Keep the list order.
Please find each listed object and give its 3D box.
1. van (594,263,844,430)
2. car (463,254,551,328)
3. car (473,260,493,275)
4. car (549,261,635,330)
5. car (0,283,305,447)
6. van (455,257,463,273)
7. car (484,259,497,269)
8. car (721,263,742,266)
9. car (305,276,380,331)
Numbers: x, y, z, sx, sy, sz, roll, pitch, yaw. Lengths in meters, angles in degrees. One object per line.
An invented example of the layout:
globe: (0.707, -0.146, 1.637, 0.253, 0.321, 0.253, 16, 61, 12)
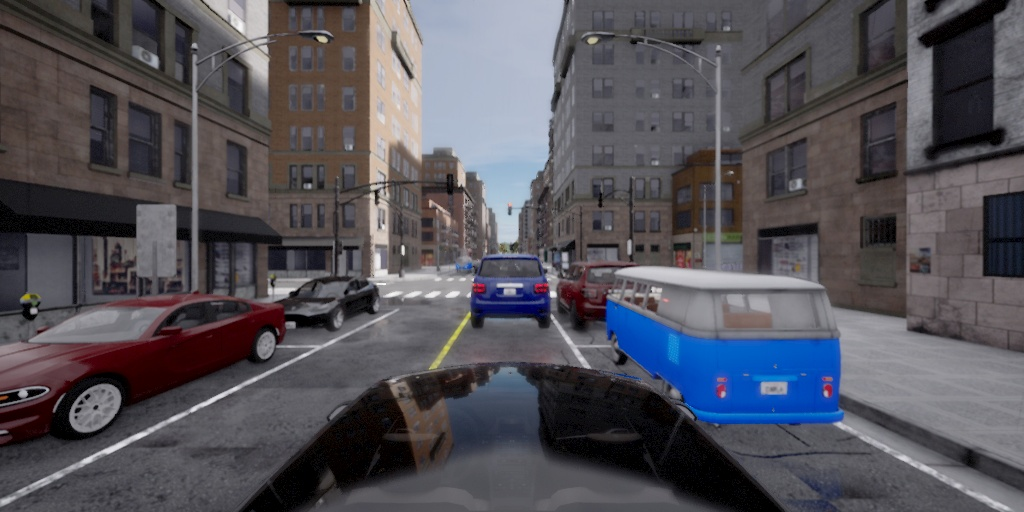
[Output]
van: (2.618, 1.087, 5.448, 1.690, 1.789, 3.998, 0, 0, 0)
car: (-0.003, 0.961, 11.450, 2.150, 2.045, 5.566, 0, 0, 1)
car: (-3.110, 1.212, 39.716, 1.837, 1.490, 4.892, 0, 0, 0)
car: (2.579, 1.055, 10.960, 2.192, 1.841, 5.009, 0, 0, 0)
car: (-5.407, 1.291, 5.391, 1.888, 1.381, 4.507, 0, 0, 0)
van: (-5.695, 1.043, 42.865, 1.690, 1.789, 3.998, 0, 0, 0)
car: (-3.208, 1.214, 54.740, 1.812, 1.442, 4.674, 0, 0, 0)
car: (15.386, 1.197, 25.927, 5.357, 1.411, 2.033, 0, 0, 0)
car: (-5.446, 1.306, 10.902, 1.948, 1.339, 4.313, 0, 0, 0)
